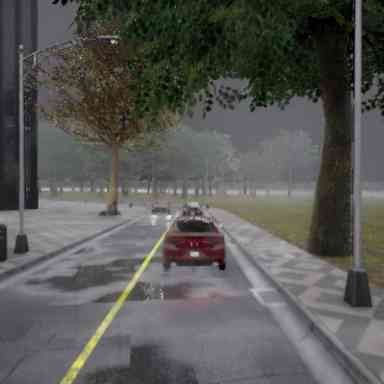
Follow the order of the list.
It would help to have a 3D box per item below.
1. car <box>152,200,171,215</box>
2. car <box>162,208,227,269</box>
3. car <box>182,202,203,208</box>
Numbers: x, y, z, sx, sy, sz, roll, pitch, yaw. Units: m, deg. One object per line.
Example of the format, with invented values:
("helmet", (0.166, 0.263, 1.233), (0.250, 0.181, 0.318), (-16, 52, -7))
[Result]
("car", (-3.324, 1.622, 36.608), (1.882, 1.535, 5.008), (0, 0, -3))
("car", (0.077, 1.550, 11.520), (1.882, 1.535, 5.008), (0, 0, 0))
("car", (0.040, 1.663, 31.237), (1.812, 1.442, 4.674), (0, 0, 0))
